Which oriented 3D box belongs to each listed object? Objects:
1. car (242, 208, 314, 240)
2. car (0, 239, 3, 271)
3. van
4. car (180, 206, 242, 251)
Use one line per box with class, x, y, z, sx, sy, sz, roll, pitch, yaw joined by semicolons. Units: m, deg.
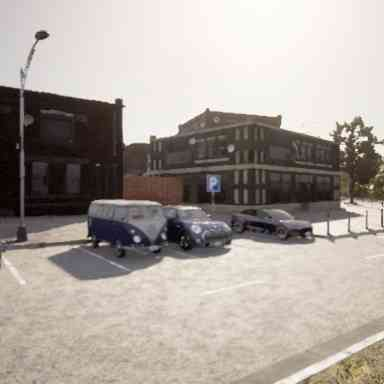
car;4.181;1.604;17.906;2.163;1.488;4.792;0;0;-36
car;-7.067;1.361;9.949;2.185;1.767;4.553;1;0;-36
van;-2.557;1.309;12.988;1.878;1.987;4.442;1;0;-36
car;-0.277;1.426;14.798;2.185;1.767;4.553;0;0;-36
